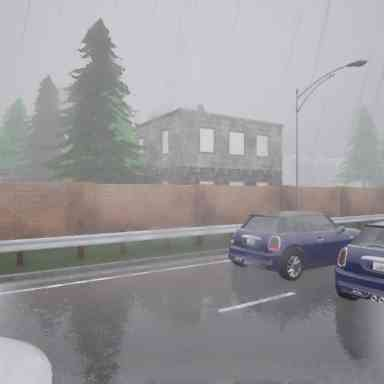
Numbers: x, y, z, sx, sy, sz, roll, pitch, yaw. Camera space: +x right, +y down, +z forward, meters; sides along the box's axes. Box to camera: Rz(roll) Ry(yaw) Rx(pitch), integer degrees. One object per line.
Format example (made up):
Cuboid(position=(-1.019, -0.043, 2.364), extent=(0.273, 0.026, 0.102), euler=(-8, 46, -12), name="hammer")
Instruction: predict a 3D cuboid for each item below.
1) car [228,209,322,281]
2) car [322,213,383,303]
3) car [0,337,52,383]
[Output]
Cuboid(position=(3.357, 1.352, 10.073), extent=(4.553, 1.767, 2.097), euler=(0, 0, -33), name="car")
Cuboid(position=(5.139, 1.352, 7.057), extent=(4.553, 1.767, 2.097), euler=(0, 0, -33), name="car")
Cuboid(position=(-3.179, 1.526, 1.645), extent=(4.674, 1.442, 1.812), euler=(0, 0, -33), name="car")
